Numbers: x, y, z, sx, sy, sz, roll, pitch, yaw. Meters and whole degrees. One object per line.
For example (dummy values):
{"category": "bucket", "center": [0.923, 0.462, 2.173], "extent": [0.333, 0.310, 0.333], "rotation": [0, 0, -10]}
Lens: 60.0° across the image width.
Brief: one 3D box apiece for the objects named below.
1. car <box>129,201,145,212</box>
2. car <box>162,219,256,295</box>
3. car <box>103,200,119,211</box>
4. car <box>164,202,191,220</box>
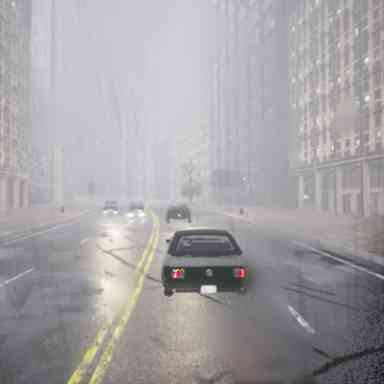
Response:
{"category": "car", "center": [-6.855, 1.764, 41.373], "extent": [1.895, 1.301, 4.718], "rotation": [0, 0, -10]}
{"category": "car", "center": [0.249, 1.630, 8.753], "extent": [1.895, 1.301, 4.718], "rotation": [0, 0, -2]}
{"category": "car", "center": [-10.475, 1.712, 43.102], "extent": [2.033, 1.411, 5.357], "rotation": [0, 0, -11]}
{"category": "car", "center": [-1.226, 1.580, 27.001], "extent": [1.882, 1.535, 5.008], "rotation": [0, 0, -7]}
